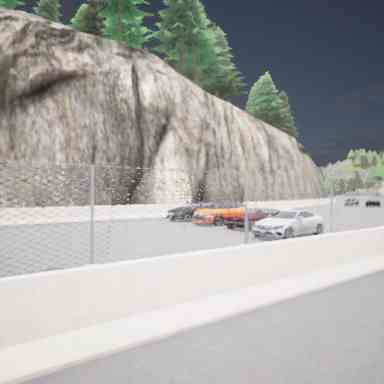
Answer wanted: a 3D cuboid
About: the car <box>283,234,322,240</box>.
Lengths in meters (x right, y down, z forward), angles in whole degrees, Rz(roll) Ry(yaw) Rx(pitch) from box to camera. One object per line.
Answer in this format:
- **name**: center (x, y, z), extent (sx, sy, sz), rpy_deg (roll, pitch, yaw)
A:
- **car**: center (5.101, 1.593, 17.109), extent (4.674, 1.442, 1.812), rpy_deg (0, 0, -41)
